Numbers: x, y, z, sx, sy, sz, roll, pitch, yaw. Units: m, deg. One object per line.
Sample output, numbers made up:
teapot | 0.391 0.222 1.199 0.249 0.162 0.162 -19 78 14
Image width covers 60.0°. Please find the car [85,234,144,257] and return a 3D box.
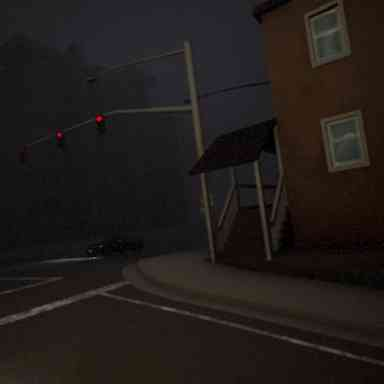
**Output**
car | -5.454 3.812 23.960 1.812 1.442 4.674 -10 -10 33
